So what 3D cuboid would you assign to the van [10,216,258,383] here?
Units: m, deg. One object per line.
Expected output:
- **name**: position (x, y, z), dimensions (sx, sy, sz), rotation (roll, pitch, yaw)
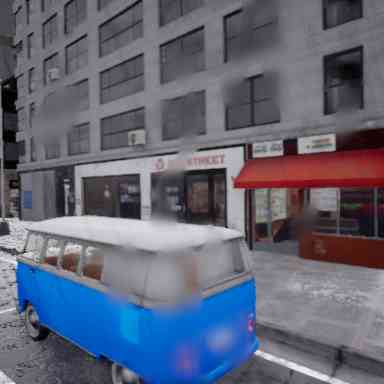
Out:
- **van**: position (-1.060, 1.292, 4.671), dimensions (3.998, 1.788, 1.690), rotation (0, 1, 43)
